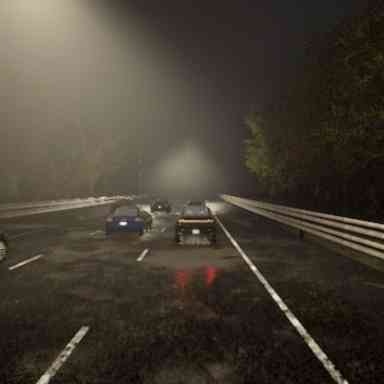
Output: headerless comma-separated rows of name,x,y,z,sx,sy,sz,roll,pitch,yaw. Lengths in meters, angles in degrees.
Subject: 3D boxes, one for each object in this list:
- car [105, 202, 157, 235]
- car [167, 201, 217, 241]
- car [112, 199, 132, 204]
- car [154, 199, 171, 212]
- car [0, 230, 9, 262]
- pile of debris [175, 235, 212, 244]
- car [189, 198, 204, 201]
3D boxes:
car,-3.288,1.476,18.001,1.994,1.385,4.181,0,0,1
car,0.186,1.411,16.069,2.128,1.511,4.902,0,0,1
car,-6.548,1.365,31.696,1.812,1.442,4.674,0,0,1
car,-3.043,1.390,33.798,1.994,1.385,4.181,0,0,1
car,-6.872,1.451,8.882,2.128,1.511,4.902,0,0,0
pile of debris,0.071,2.104,14.751,1.500,0.140,1.860,0,0,1
car,0.445,1.320,33.162,2.128,1.511,4.902,0,0,1
